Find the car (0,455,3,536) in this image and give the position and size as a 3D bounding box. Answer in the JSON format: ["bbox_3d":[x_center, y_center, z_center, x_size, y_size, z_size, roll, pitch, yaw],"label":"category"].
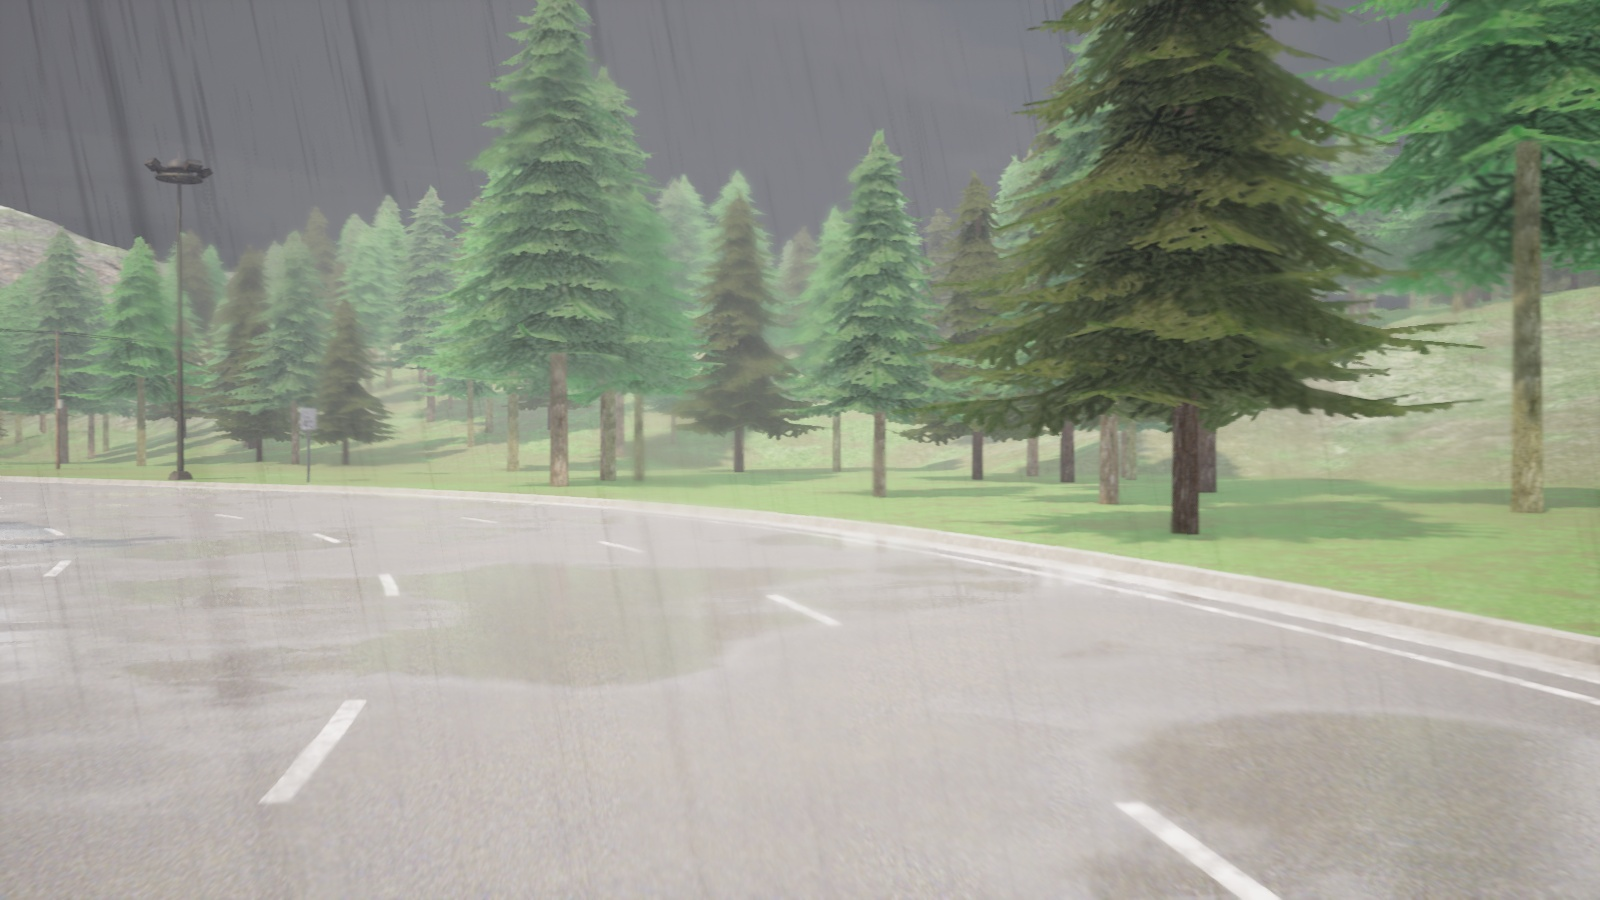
[{"bbox_3d":[-15.011,0.728,21.491,1.895,1.301,4.718,0,0,-38],"label":"car"}]
